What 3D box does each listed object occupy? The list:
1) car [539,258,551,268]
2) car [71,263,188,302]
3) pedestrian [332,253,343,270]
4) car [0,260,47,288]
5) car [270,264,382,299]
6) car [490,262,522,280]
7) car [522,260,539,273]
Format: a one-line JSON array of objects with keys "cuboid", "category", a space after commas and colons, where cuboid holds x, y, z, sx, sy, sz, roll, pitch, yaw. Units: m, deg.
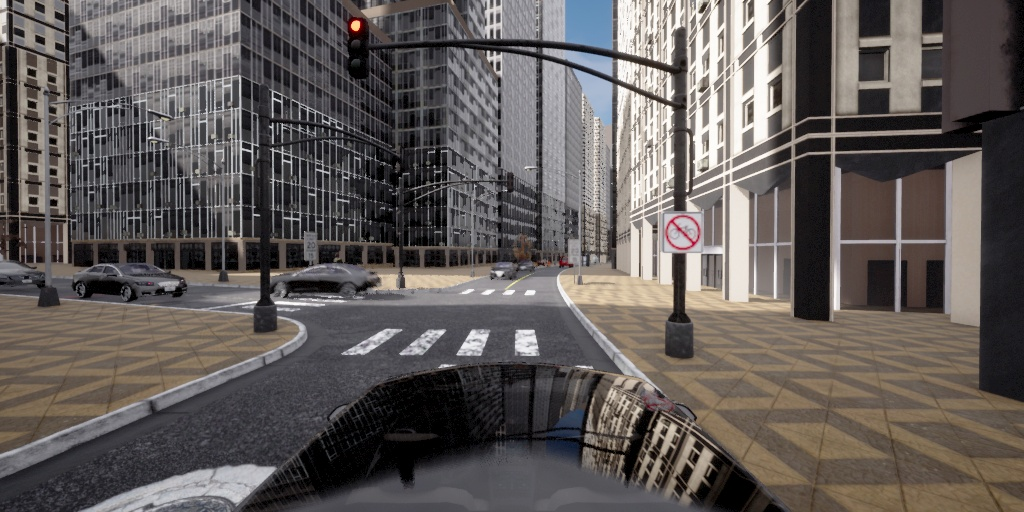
[{"cuboid": [5.402, 1.110, 61.766, 2.097, 1.767, 4.553, 0, 0, 15], "category": "car"}, {"cuboid": [-16.366, 1.043, 15.381, 4.902, 1.511, 2.128, 1, 1, 16], "category": "car"}, {"cuboid": [-9.518, 0.716, 19.477, 0.375, 1.860, 0.375, 0, 0, 16], "category": "pedestrian"}, {"cuboid": [-25.926, 0.941, 18.180, 4.674, 1.442, 1.812, 1, 1, 17], "category": "car"}, {"cuboid": [-8.578, 1.108, 16.503, 4.902, 1.511, 2.128, 0, 1, -3], "category": "car"}, {"cuboid": [-0.689, 1.287, 31.437, 2.128, 1.511, 4.902, 0, 0, 8], "category": "car"}, {"cuboid": [1.816, 1.354, 46.486, 2.128, 1.511, 4.902, 0, 0, 11], "category": "car"}]
